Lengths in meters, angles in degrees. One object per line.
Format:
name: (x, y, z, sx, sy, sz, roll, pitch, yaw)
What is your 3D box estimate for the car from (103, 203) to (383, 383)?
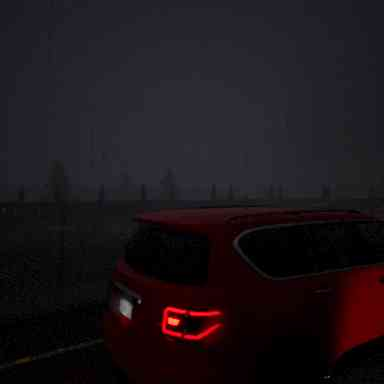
car: (1.598, 1.218, 4.697, 5.566, 2.045, 2.150, 0, 0, -33)

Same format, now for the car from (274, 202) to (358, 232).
car: (7.583, 1.463, 20.276, 5.008, 1.535, 1.882, 0, 0, -26)
